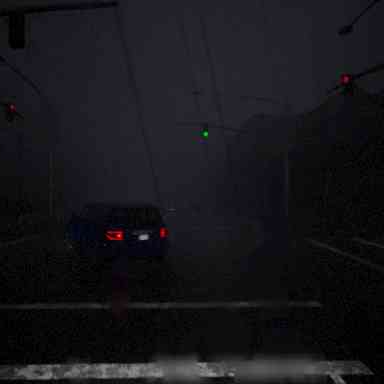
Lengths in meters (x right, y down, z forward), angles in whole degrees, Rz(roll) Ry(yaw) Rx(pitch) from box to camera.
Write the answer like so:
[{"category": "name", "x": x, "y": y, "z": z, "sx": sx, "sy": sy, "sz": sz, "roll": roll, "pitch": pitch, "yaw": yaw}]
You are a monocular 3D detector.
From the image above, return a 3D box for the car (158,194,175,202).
[{"category": "car", "x": -3.560, "y": 1.281, "z": 47.742, "sx": 2.150, "sy": 2.045, "sz": 5.566, "roll": 0, "pitch": 0, "yaw": 0}]

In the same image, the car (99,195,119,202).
[{"category": "car", "x": -22.180, "y": 1.781, "z": 89.018, "sx": 4.611, "sy": 1.667, "sz": 2.242, "roll": 0, "pitch": 0, "yaw": 0}]

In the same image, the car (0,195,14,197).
[{"category": "car", "x": -25.896, "y": 1.347, "z": 47.139, "sx": 1.932, "sy": 1.855, "sz": 4.605, "roll": 0, "pitch": 0, "yaw": 0}]

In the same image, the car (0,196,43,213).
[{"category": "car", "x": -18.926, "y": 1.536, "z": 37.148, "sx": 2.007, "sy": 1.523, "sz": 4.514, "roll": 0, "pitch": 0, "yaw": 0}]

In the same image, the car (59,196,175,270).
[{"category": "car", "x": -2.904, "y": 1.364, "z": 11.946, "sx": 2.150, "sy": 2.045, "sz": 5.566, "roll": 1, "pitch": 1, "yaw": -34}]

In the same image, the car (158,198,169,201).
[{"category": "car", "x": -3.593, "y": 1.604, "z": 32.224, "sx": 1.994, "sy": 1.385, "sz": 4.181, "roll": 0, "pitch": 0, "yaw": 0}]

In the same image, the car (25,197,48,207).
[{"category": "car", "x": -25.957, "y": 1.621, "z": 55.618, "sx": 1.970, "sy": 1.475, "sz": 3.806, "roll": 0, "pitch": 0, "yaw": 0}]

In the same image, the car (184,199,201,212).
[{"category": "car", "x": 0.096, "y": 1.540, "z": 39.973, "sx": 2.128, "sy": 1.511, "sz": 4.902, "roll": 0, "pitch": 0, "yaw": 0}]

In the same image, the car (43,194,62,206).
[{"category": "car", "x": -22.631, "y": 1.336, "z": 55.017, "sx": 1.905, "sy": 1.878, "sz": 3.866, "roll": 0, "pitch": 0, "yaw": 0}]
